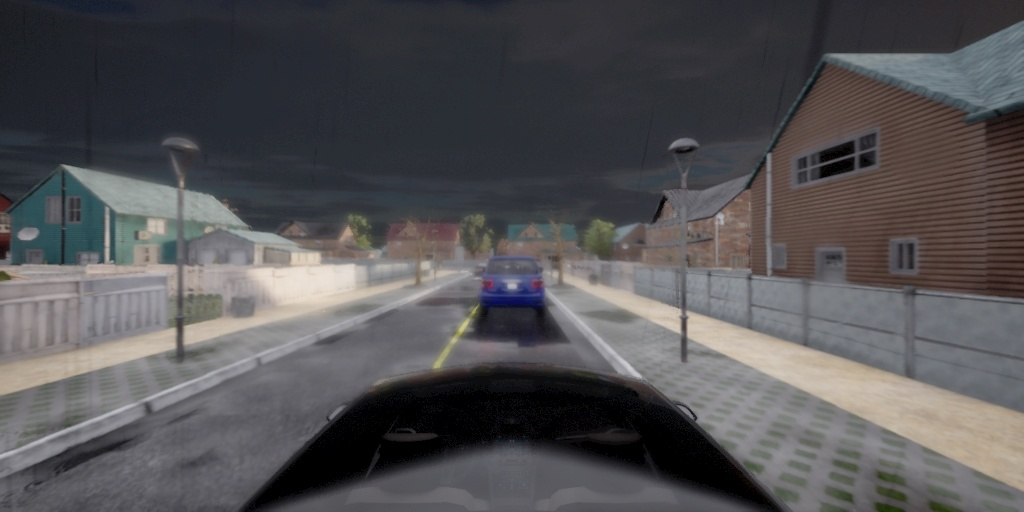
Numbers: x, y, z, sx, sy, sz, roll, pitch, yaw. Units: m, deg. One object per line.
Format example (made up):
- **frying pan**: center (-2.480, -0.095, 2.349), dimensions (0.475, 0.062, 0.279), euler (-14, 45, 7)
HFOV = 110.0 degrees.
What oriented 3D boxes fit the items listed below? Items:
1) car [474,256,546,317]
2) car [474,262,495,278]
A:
- **car**: center (0.032, 1.006, 13.514), dimensions (2.150, 2.045, 5.566), euler (0, 0, 1)
- **car**: center (-2.813, 1.405, 37.335), dimensions (1.812, 1.442, 4.674), euler (0, 0, 1)
